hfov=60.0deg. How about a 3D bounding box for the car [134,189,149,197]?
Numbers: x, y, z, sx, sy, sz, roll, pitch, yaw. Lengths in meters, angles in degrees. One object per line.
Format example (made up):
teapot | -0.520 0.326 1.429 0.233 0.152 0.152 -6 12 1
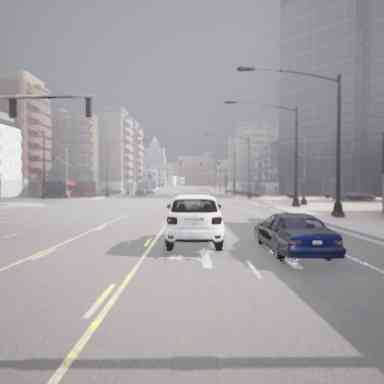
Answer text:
car | -10.491 0.213 67.572 1.837 1.490 4.892 0 1 0

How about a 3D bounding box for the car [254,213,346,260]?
car | 3.589 1.474 12.033 2.033 1.411 5.357 0 1 0

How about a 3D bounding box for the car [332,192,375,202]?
car | 22.582 0.649 46.635 5.357 1.411 2.033 0 2 1

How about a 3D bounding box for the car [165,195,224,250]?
car | 0.090 1.125 14.062 2.150 2.045 5.566 0 1 0

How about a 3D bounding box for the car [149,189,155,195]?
car | -10.487 0.060 83.052 1.994 1.385 4.181 0 1 0
